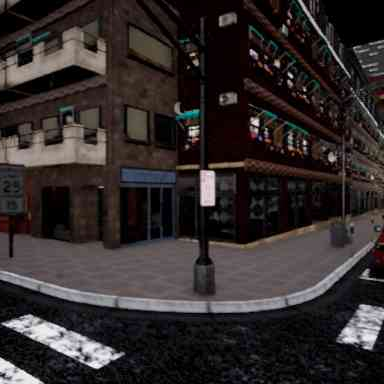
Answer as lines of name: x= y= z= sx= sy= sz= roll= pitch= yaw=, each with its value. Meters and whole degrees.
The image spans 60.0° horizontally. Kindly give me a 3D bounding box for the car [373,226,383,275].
car: x=7.293 y=1.598 z=10.908 sx=2.192 sy=1.841 sz=5.009 roll=-1 pitch=-2 yaw=35
